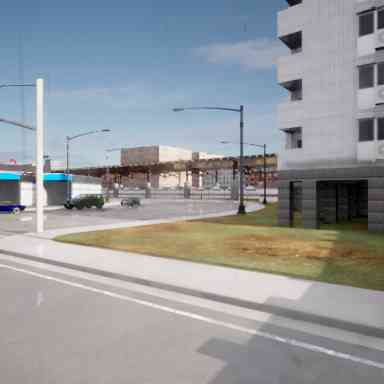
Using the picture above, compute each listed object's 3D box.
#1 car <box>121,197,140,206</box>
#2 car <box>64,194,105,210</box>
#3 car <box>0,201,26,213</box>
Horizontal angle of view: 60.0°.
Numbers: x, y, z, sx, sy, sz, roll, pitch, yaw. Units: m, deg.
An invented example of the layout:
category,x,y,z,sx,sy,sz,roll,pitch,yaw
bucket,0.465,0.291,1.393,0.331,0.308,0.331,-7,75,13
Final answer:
category,x,y,z,sx,sy,sz,roll,pitch,yaw
car,-9.834,1.492,53.434,2.128,1.511,4.902,0,0,12
car,-13.738,1.222,42.787,2.150,2.045,5.566,0,0,28
car,-19.701,1.601,33.931,1.895,1.301,4.718,0,0,37
